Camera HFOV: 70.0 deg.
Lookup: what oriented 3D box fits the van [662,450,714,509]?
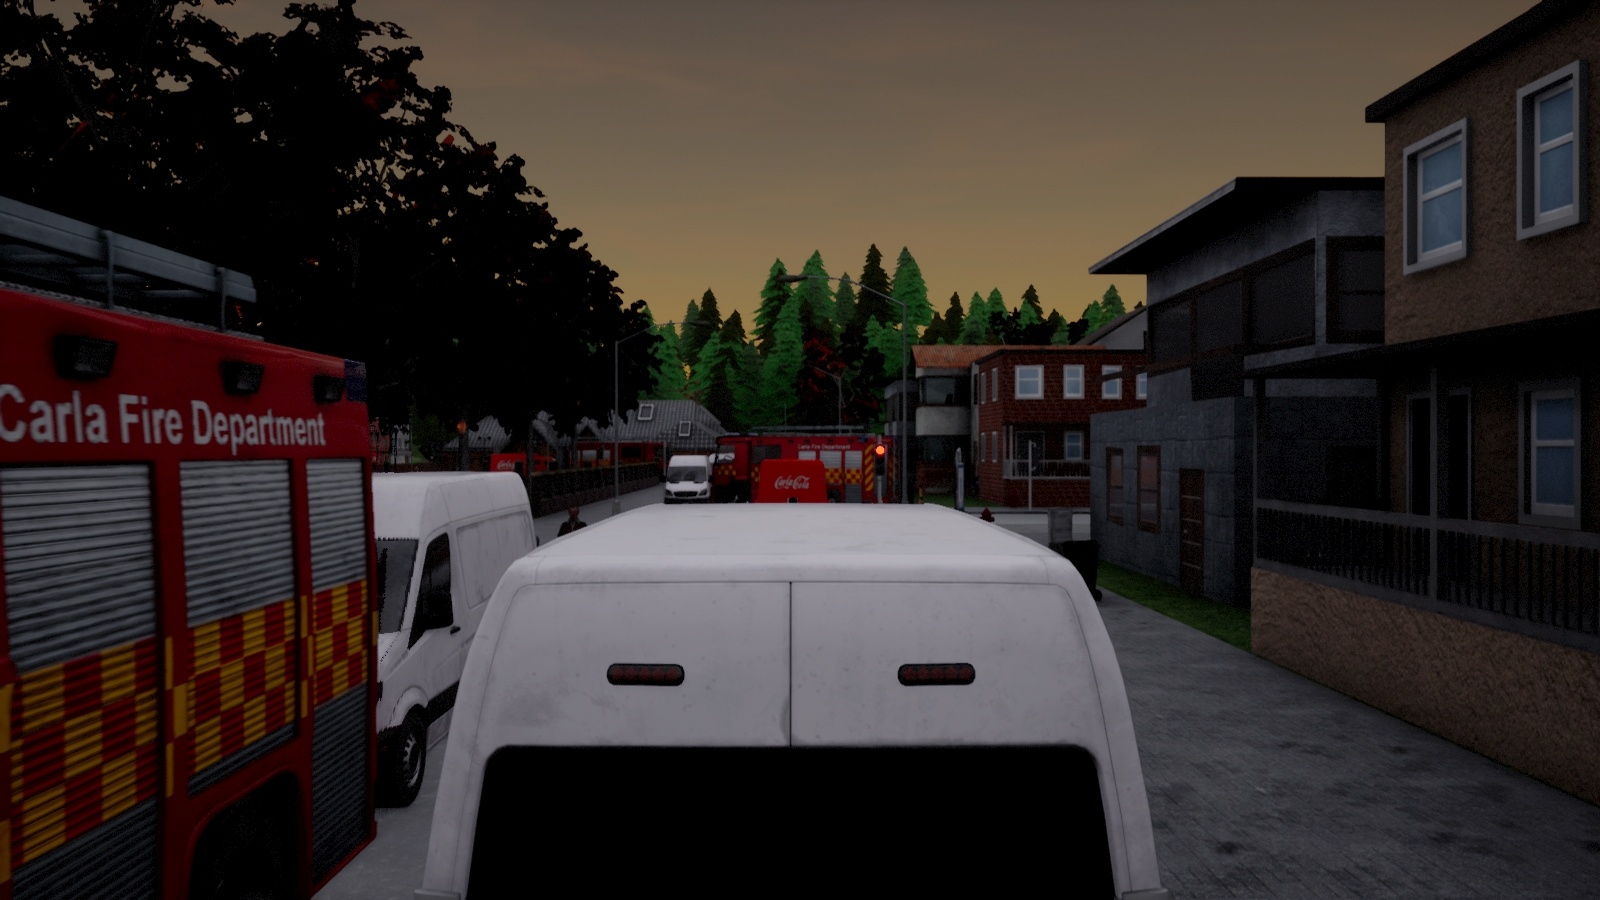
[{"bbox_3d":[-5.069,1.309,52.396,1.988,2.561,5.915,-1,-1,-2],"label":"van"}]

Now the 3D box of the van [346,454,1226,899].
[{"bbox_3d":[-0.041,1.312,5.541,1.988,2.561,5.915,0,0,0],"label":"van"}]

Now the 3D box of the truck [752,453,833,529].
[{"bbox_3d":[-0.258,1.333,39.560,2.627,2.467,5.204,0,0,0],"label":"truck"}]

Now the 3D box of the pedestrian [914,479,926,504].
[{"bbox_3d":[5.422,1.880,51.638,0.500,1.100,0.500,0,0,15],"label":"pedestrian"}]

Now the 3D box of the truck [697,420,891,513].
[{"bbox_3d":[-0.369,0.654,50.533,8.468,3.827,2.891,0,0,36],"label":"truck"}]

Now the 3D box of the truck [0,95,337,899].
[{"bbox_3d":[-4.242,0.670,2.735,2.891,3.827,8.468,0,0,0],"label":"truck"}]

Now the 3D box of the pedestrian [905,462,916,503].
[{"bbox_3d":[5.085,1.500,52.590,0.375,1.860,0.375,0,0,-27],"label":"pedestrian"}]

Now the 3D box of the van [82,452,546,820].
[{"bbox_3d":[-4.062,1.311,10.971,1.988,2.561,5.915,0,0,-1],"label":"van"}]
